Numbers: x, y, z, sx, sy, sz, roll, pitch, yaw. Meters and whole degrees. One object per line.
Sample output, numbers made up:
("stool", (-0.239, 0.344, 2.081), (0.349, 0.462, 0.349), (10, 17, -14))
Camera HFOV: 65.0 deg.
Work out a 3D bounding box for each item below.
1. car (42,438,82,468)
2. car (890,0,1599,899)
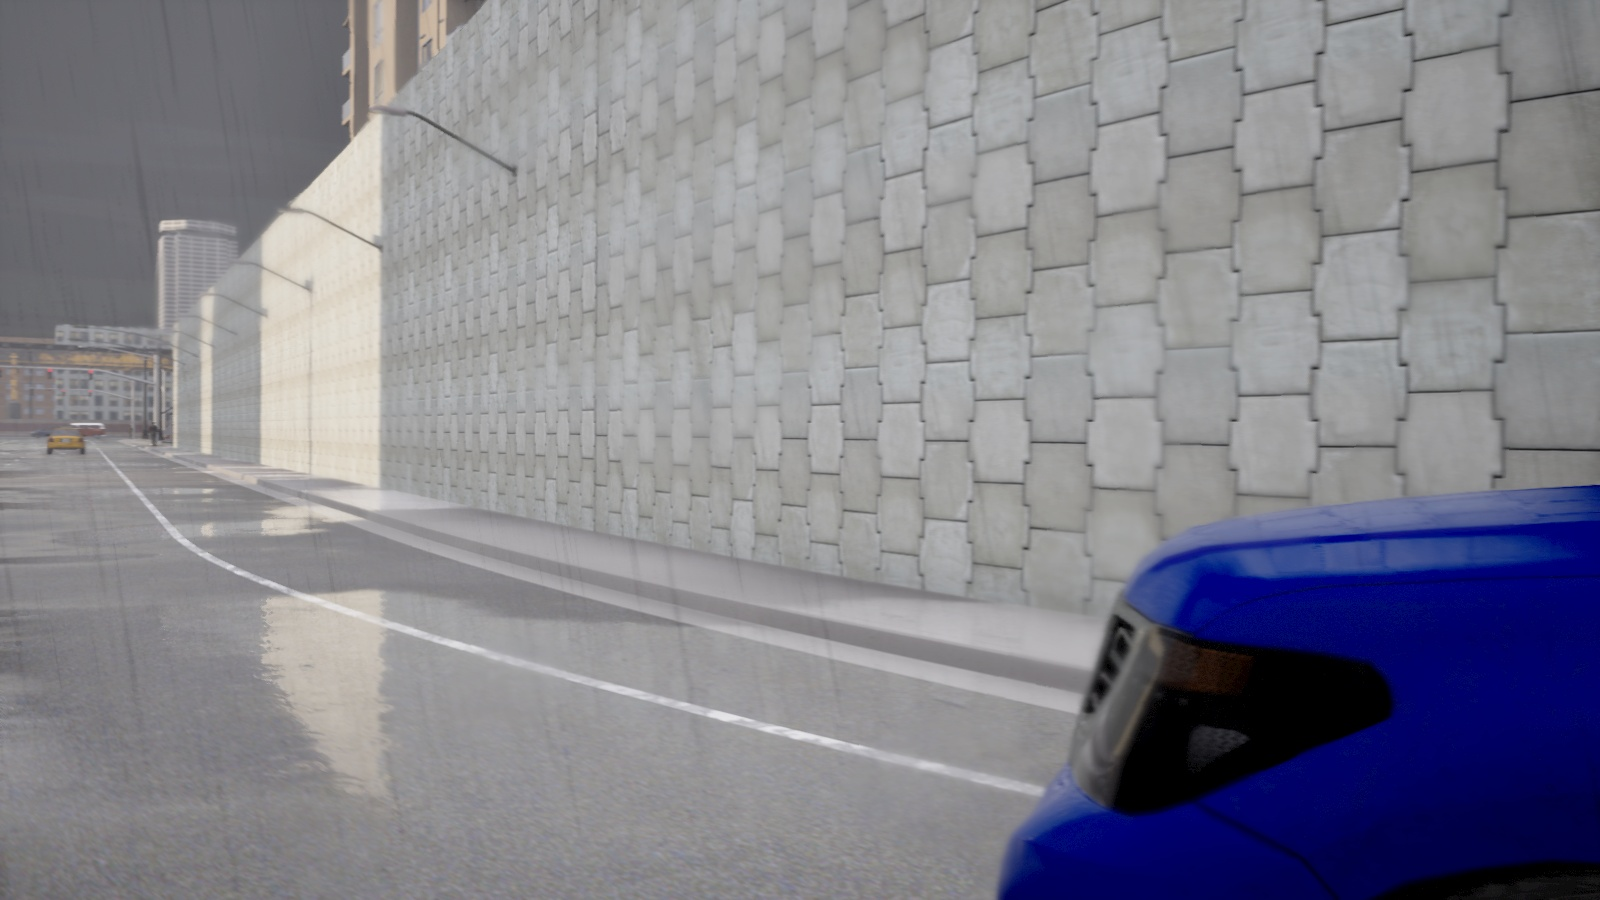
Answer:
("car", (-40.894, 0.142, 69.622), (1.801, 1.575, 5.366), (-1, 1, -30))
("car", (3.098, 0.407, 1.510), (5.566, 2.045, 2.150), (0, 1, 30))
